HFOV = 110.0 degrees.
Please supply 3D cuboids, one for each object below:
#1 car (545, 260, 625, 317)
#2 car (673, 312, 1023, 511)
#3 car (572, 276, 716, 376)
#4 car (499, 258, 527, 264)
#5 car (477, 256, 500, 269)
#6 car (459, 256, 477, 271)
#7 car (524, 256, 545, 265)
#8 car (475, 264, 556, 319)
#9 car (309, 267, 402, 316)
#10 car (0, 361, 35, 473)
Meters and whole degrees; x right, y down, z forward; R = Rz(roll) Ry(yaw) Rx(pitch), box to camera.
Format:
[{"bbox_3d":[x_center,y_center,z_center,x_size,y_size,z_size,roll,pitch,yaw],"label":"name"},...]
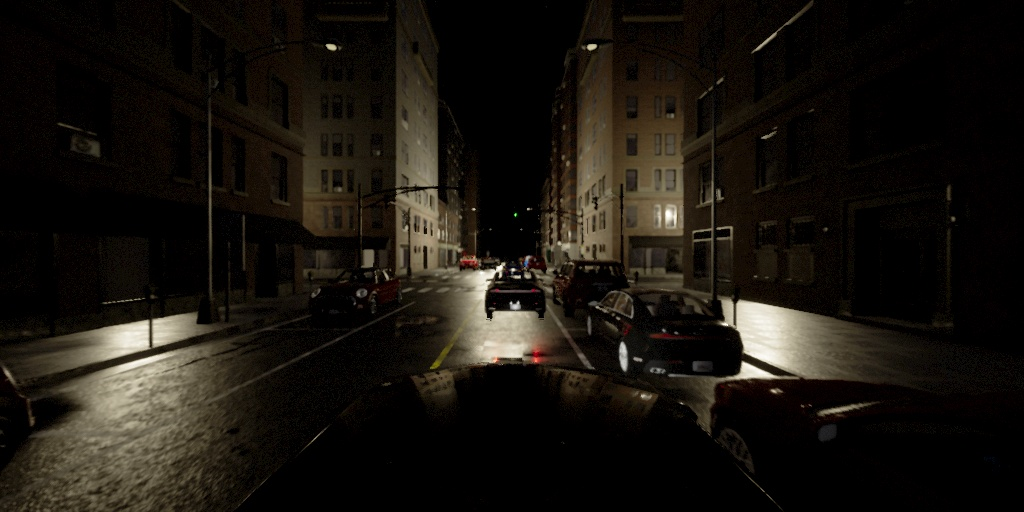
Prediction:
[{"bbox_3d":[2.635,1.028,12.826,2.192,1.841,5.009,0,0,0],"label":"car"},{"bbox_3d":[2.637,1.296,1.462,1.888,1.381,4.507,0,0,0],"label":"car"},{"bbox_3d":[2.636,1.282,7.144,2.007,1.370,4.403,0,0,0],"label":"car"},{"bbox_3d":[0.090,1.176,30.625,1.812,1.442,4.674,0,0,0],"label":"car"},{"bbox_3d":[-2.846,1.085,44.477,1.882,1.535,5.008,0,0,0],"label":"car"},{"bbox_3d":[-5.427,0.920,45.384,2.192,1.841,5.009,0,0,0],"label":"car"},{"bbox_3d":[2.693,0.938,39.882,2.192,1.841,5.009,0,0,0],"label":"car"},{"bbox_3d":[0.096,1.206,12.515,2.128,1.511,4.902,0,0,0],"label":"car"},{"bbox_3d":[-5.390,1.153,12.824,1.967,1.591,4.097,0,0,0],"label":"car"},{"bbox_3d":[-5.388,1.191,1.460,1.967,1.591,4.097,0,0,0],"label":"car"}]
